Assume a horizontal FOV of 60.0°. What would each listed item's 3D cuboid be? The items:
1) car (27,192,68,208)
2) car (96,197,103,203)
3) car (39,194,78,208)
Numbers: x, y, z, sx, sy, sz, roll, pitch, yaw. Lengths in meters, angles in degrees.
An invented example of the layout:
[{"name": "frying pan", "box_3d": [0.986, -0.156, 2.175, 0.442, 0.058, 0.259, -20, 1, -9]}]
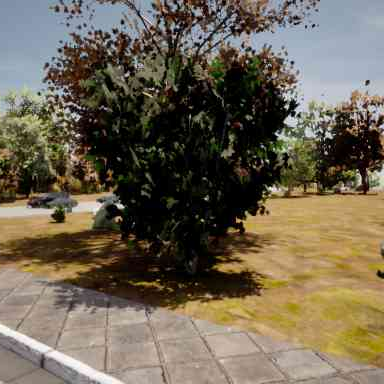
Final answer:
[{"name": "car", "box_3d": [-19.565, 1.060, 45.758, 2.150, 2.045, 5.566, 0, 2, 39]}, {"name": "car", "box_3d": [-12.858, 0.971, 54.024, 2.033, 1.411, 5.357, 0, 3, 39]}, {"name": "car", "box_3d": [-17.022, 1.400, 43.329, 1.994, 1.385, 4.181, 0, 2, 39]}]
